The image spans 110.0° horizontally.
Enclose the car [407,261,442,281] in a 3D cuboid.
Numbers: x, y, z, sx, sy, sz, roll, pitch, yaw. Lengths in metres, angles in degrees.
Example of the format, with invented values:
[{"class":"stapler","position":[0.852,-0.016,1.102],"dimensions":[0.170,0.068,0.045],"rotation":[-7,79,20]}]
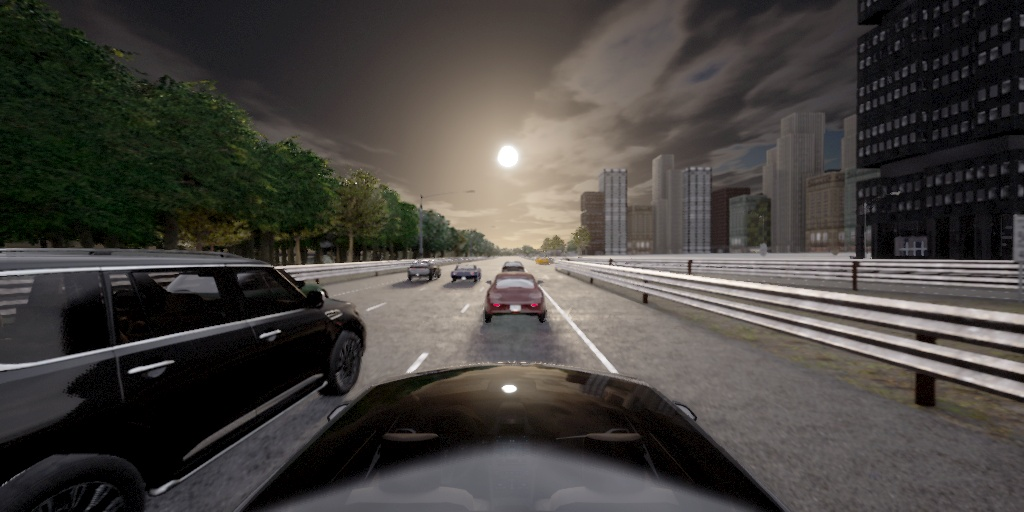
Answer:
[{"class":"car","position":[-6.899,1.146,28.602],"dimensions":[2.128,1.511,4.902],"rotation":[0,0,0]}]

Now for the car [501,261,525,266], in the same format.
[{"class":"car","position":[0.102,1.124,30.264],"dimensions":[1.882,1.535,5.008],"rotation":[0,0,0]}]

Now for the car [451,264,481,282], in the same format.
[{"class":"car","position":[-3.398,1.260,27.489],"dimensions":[1.895,1.301,4.718],"rotation":[0,0,0]}]

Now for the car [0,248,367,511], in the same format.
[{"class":"car","position":[-3.402,0.967,3.397],"dimensions":[2.150,2.045,5.566],"rotation":[0,0,0]}]

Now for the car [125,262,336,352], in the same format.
[{"class":"car","position":[-6.901,1.080,9.641],"dimensions":[2.097,1.767,4.553],"rotation":[0,0,0]}]

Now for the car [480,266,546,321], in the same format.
[{"class":"car","position":[0.089,1.245,12.115],"dimensions":[1.812,1.442,4.674],"rotation":[0,0,0]}]
